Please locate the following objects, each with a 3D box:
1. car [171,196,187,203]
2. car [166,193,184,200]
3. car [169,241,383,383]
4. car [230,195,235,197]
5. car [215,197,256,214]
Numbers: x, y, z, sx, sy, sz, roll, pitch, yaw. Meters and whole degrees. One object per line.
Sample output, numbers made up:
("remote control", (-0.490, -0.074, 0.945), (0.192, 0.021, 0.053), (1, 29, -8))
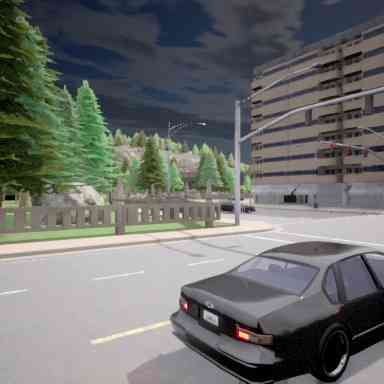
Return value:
("car", (-2.597, 1.492, 67.535), (2.033, 1.411, 5.357), (0, 0, 13))
("car", (-2.588, 1.168, 49.679), (2.150, 2.045, 5.566), (0, 0, -10))
("car", (2.277, 1.547, 5.414), (5.357, 1.411, 2.033), (0, 0, -35))
("car", (10.400, 1.484, 78.788), (2.033, 1.411, 5.357), (0, 0, 40))
("car", (4.179, 1.492, 34.304), (2.033, 1.411, 5.357), (0, 0, -33))
